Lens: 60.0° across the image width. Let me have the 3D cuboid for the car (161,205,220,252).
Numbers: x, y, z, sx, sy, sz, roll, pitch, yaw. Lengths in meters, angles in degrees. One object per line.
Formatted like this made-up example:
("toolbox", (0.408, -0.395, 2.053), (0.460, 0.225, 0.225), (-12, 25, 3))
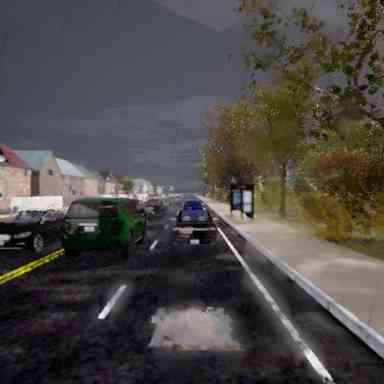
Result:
("car", (0.096, 1.495, 13.864), (2.128, 1.511, 4.902), (0, 0, 0))

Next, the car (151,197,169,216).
("car", (-3.149, 1.501, 29.656), (2.128, 1.511, 4.902), (0, 0, 0))

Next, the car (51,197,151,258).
("car", (-3.149, 1.224, 12.906), (2.150, 2.045, 5.566), (0, 0, 0))

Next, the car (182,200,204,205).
("car", (0.101, 1.488, 31.329), (1.882, 1.535, 5.008), (0, 0, 0))

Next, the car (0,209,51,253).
("car", (-6.600, 1.495, 13.826), (2.128, 1.511, 4.902), (0, 0, 0))

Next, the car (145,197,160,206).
("car", (-6.551, 1.597, 55.787), (1.994, 1.385, 4.181), (0, 0, 1))

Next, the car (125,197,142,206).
("car", (-9.801, 1.597, 55.787), (1.994, 1.385, 4.181), (0, 0, 1))
